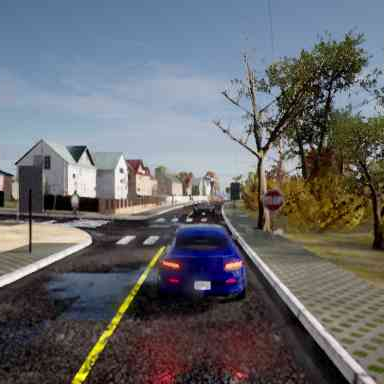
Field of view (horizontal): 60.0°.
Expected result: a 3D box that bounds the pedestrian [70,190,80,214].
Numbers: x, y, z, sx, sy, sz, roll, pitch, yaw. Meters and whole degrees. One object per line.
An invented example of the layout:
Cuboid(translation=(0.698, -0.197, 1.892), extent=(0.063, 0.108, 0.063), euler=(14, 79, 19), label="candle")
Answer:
Cuboid(translation=(-9.155, 0.772, 25.996), extent=(0.375, 1.860, 0.375), euler=(0, -3, 1), label="pedestrian")

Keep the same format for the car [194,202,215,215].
Cuboid(translation=(1.197, 1.615, 31.401), extent=(1.895, 1.301, 4.718), euler=(0, 0, 4), label="car")

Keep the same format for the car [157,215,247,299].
Cuboid(translation=(0.225, 1.523, 8.310), extent=(1.812, 1.442, 4.674), euler=(0, 0, 1), label="car")
